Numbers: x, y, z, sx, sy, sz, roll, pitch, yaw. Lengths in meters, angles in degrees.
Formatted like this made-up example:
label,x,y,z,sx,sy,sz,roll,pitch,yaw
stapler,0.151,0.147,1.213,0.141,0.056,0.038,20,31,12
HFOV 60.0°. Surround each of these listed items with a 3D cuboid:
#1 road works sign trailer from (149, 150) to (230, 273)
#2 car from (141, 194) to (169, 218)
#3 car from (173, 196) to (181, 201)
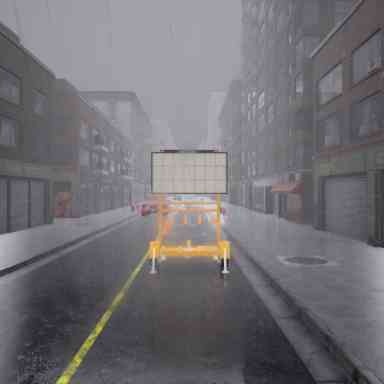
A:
label,x,y,z,sx,sy,sz,roll,pitch,yaw
road works sign trailer,-0.081,0.464,10.627,2.380,3.560,2.880,0,0,0
car,-3.338,1.217,30.864,2.150,2.045,5.566,0,0,0
car,-3.647,1.575,83.256,1.895,1.301,4.718,0,0,0
